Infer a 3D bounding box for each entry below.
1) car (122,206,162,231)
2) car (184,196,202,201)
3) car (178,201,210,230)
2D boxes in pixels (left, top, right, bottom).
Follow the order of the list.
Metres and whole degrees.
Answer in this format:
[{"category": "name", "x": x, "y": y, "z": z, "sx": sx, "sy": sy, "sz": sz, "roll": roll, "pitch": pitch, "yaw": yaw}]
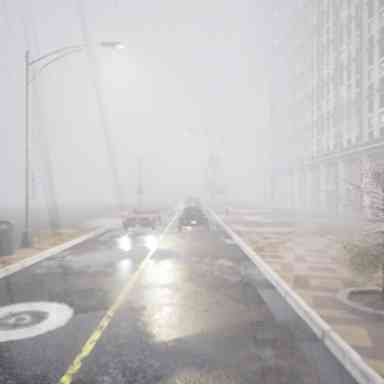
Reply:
[{"category": "car", "x": -2.998, "y": 1.574, "z": 20.658, "sx": 1.895, "sy": 1.301, "sz": 4.718, "roll": 0, "pitch": 0, "yaw": 0}, {"category": "car", "x": 0.106, "y": 1.300, "z": 39.822, "sx": 2.097, "sy": 1.767, "sz": 4.553, "roll": 0, "pitch": 0, "yaw": 0}, {"category": "car", "x": 0.102, "y": 1.499, "z": 20.579, "sx": 1.812, "sy": 1.442, "sz": 4.674, "roll": 0, "pitch": 0, "yaw": 0}]
